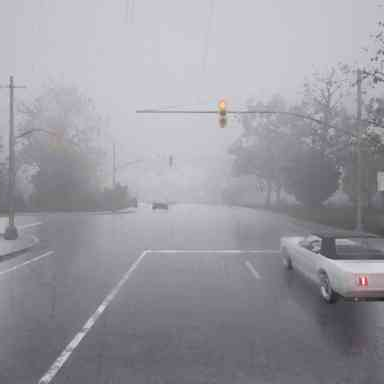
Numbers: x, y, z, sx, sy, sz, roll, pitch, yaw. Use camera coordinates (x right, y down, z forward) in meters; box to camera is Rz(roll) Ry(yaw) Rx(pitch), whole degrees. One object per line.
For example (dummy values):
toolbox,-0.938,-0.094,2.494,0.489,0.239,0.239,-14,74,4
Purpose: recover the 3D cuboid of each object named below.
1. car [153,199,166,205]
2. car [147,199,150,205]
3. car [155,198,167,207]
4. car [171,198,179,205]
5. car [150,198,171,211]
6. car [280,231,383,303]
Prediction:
car,-8.196,2.461,83.078,1.895,1.301,4.718,0,-1,-25
car,-9.029,2.200,75.185,1.837,1.490,4.892,0,-1,-16
car,-5.712,1.843,60.358,1.882,1.535,5.008,0,-1,-9
car,-4.942,2.248,73.752,1.895,1.301,4.718,0,-1,-19
car,-4.002,1.546,42.562,1.882,1.535,5.008,0,0,-3
car,3.602,1.601,8.129,1.895,1.301,4.718,0,0,0
